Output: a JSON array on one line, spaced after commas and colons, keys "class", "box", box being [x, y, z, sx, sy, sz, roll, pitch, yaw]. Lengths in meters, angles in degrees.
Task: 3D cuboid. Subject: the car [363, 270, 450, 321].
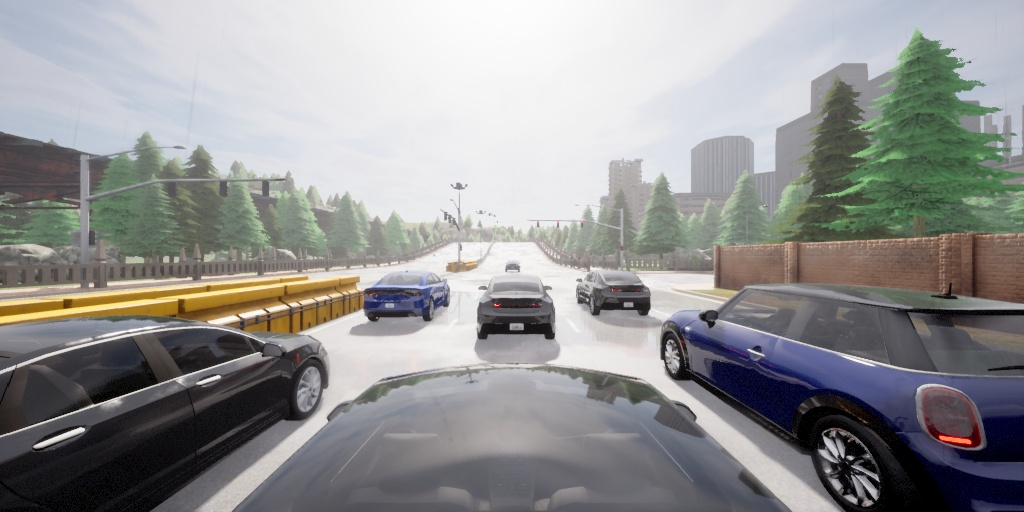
[{"class": "car", "box": [-3.401, 1.228, 12.444, 1.882, 1.535, 5.008, 0, 0, 0]}]

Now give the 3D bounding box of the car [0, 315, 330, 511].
[{"class": "car", "box": [-3.400, 1.255, 2.951, 1.837, 1.490, 4.892, 0, 0, 0]}]

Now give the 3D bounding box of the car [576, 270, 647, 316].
[{"class": "car", "box": [3.617, 1.255, 13.454, 1.837, 1.490, 4.892, 0, 0, 1]}]

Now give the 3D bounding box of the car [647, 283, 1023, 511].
[{"class": "car", "box": [3.601, 1.102, 4.370, 2.097, 1.767, 4.553, 0, 0, 0]}]

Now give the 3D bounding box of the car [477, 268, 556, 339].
[{"class": "car", "box": [0.098, 1.255, 10.021, 1.837, 1.490, 4.892, 0, 0, 0]}]

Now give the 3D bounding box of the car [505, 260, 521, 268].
[{"class": "car", "box": [0.080, 1.276, 46.240, 1.812, 1.442, 4.674, 0, 0, 0]}]
